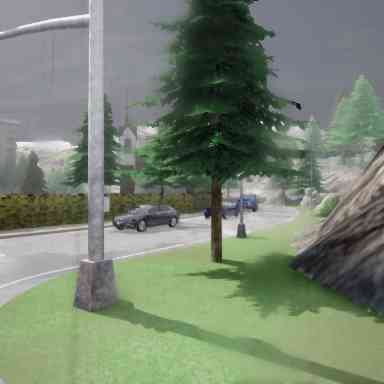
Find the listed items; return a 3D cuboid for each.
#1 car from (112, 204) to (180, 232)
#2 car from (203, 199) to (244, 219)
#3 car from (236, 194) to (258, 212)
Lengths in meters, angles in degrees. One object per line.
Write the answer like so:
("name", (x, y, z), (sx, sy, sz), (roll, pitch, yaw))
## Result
("car", (-2.684, 1.505, 20.357), (1.837, 1.490, 4.892), (0, 0, 35))
("car", (2.693, 1.601, 29.146), (1.895, 1.301, 4.718), (0, 0, 26))
("car", (6.492, 1.222, 38.824), (2.150, 2.045, 5.566), (0, 0, 16))
